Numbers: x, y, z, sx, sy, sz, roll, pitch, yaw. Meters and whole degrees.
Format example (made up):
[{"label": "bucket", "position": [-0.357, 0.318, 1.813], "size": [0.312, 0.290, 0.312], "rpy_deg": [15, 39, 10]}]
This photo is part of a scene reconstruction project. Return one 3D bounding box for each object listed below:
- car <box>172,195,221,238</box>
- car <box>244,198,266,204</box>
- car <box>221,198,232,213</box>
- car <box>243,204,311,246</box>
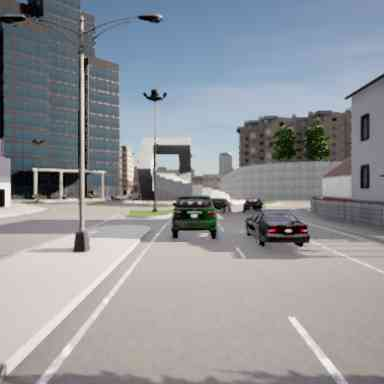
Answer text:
[{"label": "car", "position": [0.148, 1.155, 17.531], "size": [2.150, 2.045, 5.566], "rpy_deg": [0, 0, 1]}, {"label": "car", "position": [6.638, 1.362, 34.923], "size": [2.128, 1.511, 4.902], "rpy_deg": [0, 0, 19]}, {"label": "car", "position": [3.007, 1.375, 35.031], "size": [1.837, 1.490, 4.892], "rpy_deg": [0, 0, 17]}, {"label": "car", "position": [3.611, 1.492, 14.923], "size": [2.033, 1.411, 5.357], "rpy_deg": [0, 0, 0]}]
